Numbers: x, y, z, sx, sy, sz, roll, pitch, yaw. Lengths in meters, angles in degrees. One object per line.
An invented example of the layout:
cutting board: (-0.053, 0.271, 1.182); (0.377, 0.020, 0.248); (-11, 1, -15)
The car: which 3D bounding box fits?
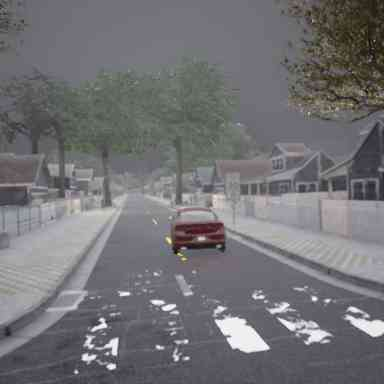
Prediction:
car: (0.113, 1.365, 13.335); (1.882, 1.535, 5.008); (-2, 1, -4)
